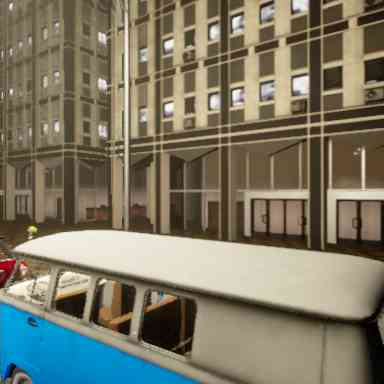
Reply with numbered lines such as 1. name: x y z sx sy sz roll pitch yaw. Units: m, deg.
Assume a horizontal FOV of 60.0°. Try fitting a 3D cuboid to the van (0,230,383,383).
1. van: -0.233 1.340 3.045 3.998 1.788 1.690 0 0 36
